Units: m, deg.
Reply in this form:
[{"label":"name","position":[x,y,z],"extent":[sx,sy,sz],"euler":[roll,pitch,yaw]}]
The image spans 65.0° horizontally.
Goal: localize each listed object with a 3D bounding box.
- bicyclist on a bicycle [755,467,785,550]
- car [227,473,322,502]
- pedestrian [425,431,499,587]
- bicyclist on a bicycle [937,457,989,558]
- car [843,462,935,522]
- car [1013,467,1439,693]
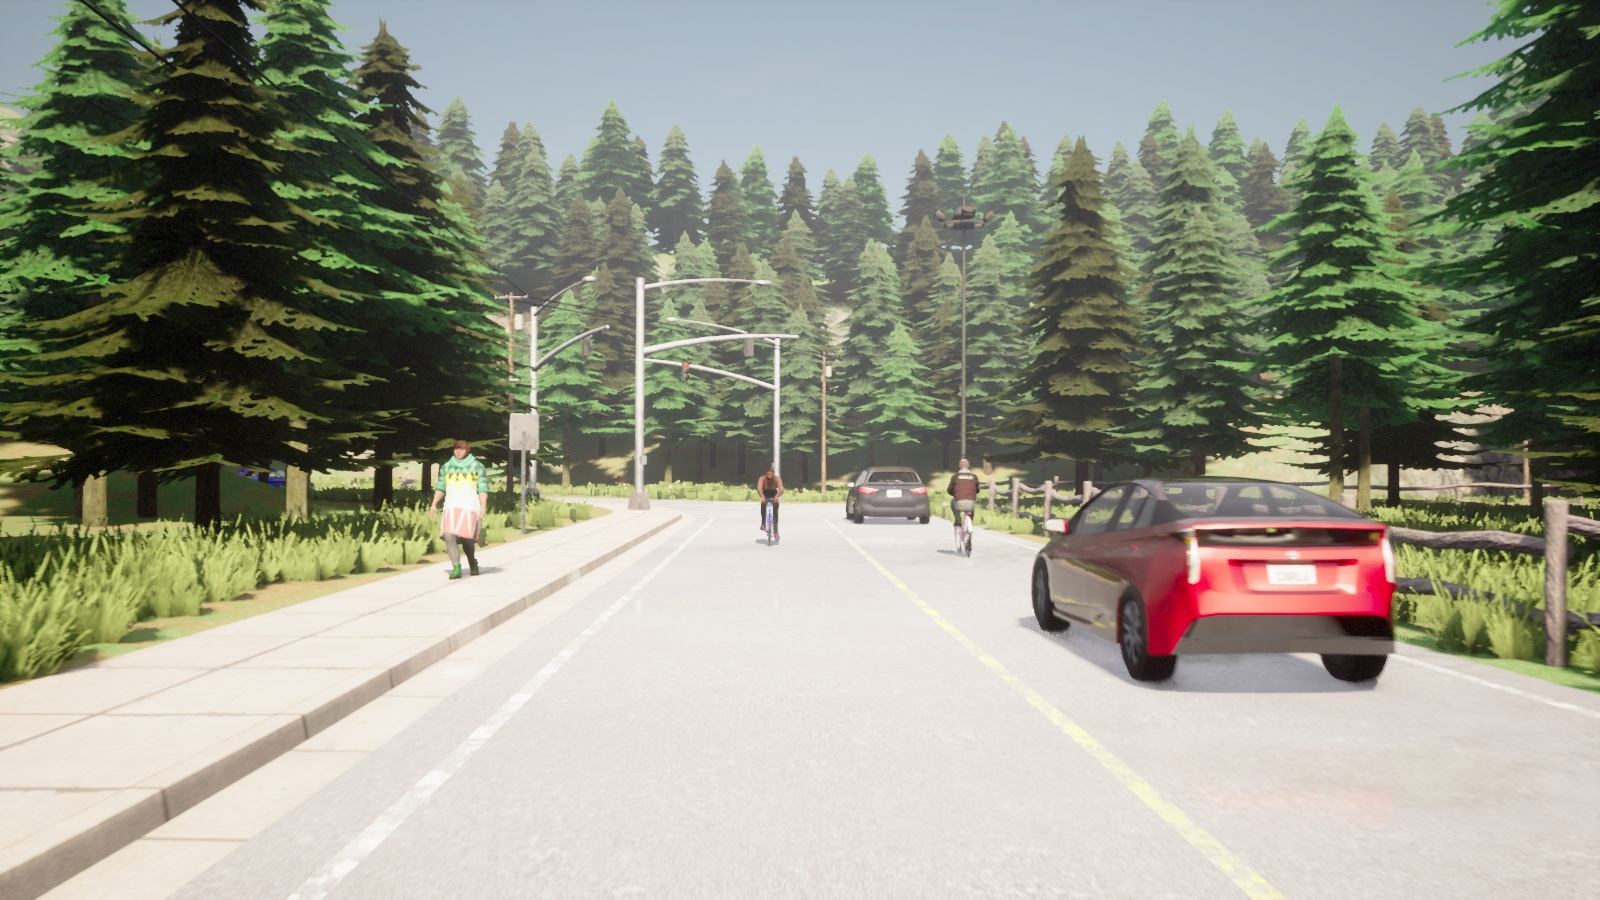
[{"label":"bicyclist on a bicycle","position":[-0.606,1.162,25.556],"extent":[0.582,1.620,1.656],"euler":[0,-1,-1]},{"label":"car","position":[-27.341,1.934,65.441],"extent":[4.193,1.474,1.816],"euler":[0,-1,1]},{"label":"pedestrian","position":[-4.344,0.744,16.178],"extent":[0.659,1.952,0.873],"euler":[0,-1,5]},{"label":"bicyclist on a bicycle","position":[2.961,1.026,23.006],"extent":[0.659,1.776,1.843],"euler":[0,-1,-1]},{"label":"car","position":[2.576,1.221,37.522],"extent":[2.242,1.667,4.611],"euler":[0,-1,-2]},{"label":"car","position":[3.288,0.916,10.812],"extent":[2.007,1.525,4.514],"euler":[0,-1,-2]}]
